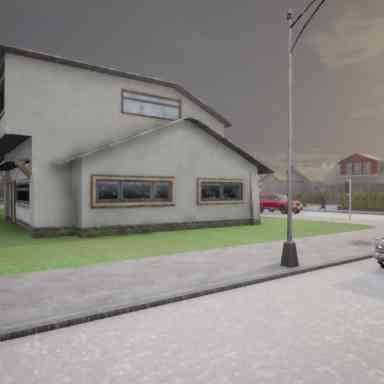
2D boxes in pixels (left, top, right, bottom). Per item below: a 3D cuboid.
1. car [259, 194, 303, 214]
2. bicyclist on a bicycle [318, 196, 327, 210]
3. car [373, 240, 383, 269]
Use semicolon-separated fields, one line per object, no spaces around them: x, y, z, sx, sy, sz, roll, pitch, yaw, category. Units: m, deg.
9.038;1.222;35.391;2.150;2.045;5.566;0;0;-35;car
15.828;1.349;40.329;1.656;1.620;0.582;0;0;-35;bicyclist on a bicycle
7.351;1.601;9.824;4.718;1.301;1.895;0;0;-35;car
